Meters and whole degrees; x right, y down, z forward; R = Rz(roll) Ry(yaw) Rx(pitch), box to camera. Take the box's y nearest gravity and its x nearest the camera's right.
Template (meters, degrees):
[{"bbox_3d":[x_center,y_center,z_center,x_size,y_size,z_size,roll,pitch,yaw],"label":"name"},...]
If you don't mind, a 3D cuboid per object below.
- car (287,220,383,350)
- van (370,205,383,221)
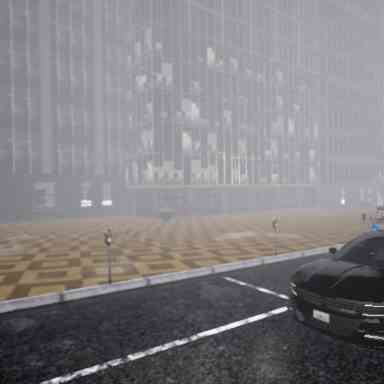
[{"bbox_3d":[3.837,1.470,6.108,5.008,1.535,1.882,0,0,-36],"label":"car"},{"bbox_3d":[8.357,1.327,12.546,3.998,1.788,1.690,0,-1,-36],"label":"van"}]
